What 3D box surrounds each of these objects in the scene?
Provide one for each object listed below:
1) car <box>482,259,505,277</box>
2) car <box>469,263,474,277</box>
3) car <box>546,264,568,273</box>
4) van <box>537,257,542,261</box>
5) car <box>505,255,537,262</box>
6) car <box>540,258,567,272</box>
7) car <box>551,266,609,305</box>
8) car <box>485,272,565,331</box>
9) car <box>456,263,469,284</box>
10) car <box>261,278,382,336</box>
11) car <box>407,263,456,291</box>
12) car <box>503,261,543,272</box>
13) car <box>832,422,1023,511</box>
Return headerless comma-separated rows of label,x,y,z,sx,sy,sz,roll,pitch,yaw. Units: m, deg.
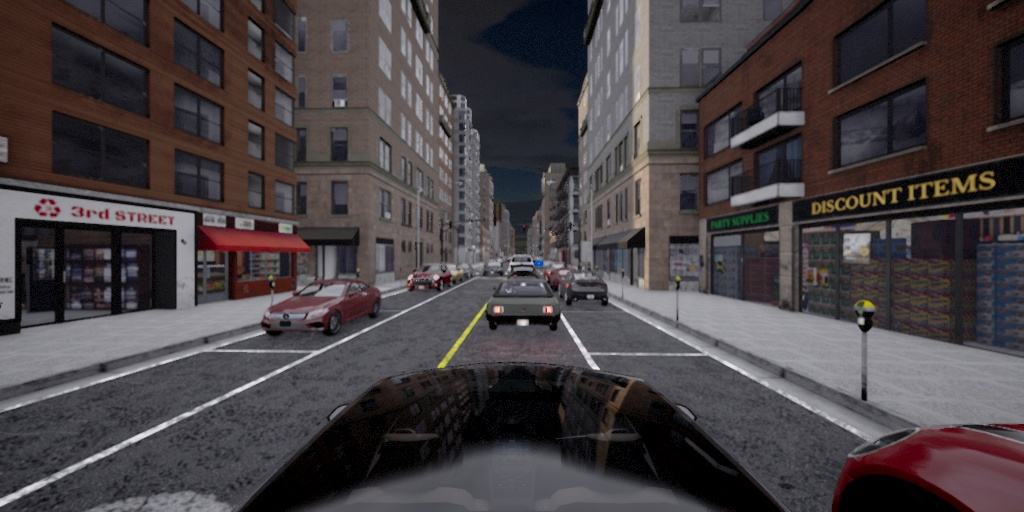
car,-1.772,1.252,35.692,1.812,1.442,4.674,0,0,2
car,-4.505,1.278,32.435,2.007,1.370,4.403,0,0,2
car,3.184,1.318,21.170,1.802,1.307,4.207,0,0,2
van,4.333,1.046,59.271,1.690,1.789,3.998,0,0,2
car,0.847,0.950,31.258,2.150,2.045,5.566,0,0,2
car,3.350,1.171,26.686,1.967,1.591,4.097,0,0,2
car,3.018,1.290,15.653,2.007,1.370,4.403,0,0,2
car,0.342,1.344,11.010,1.895,1.301,4.718,0,0,2
car,-4.676,1.257,26.749,1.751,1.417,4.829,0,0,2
car,-5.170,1.326,10.372,1.802,1.307,4.207,0,0,2
car,-4.838,1.175,21.404,1.967,1.591,4.097,0,0,2
car,0.651,1.240,21.289,1.837,1.490,4.892,0,0,2
car,2.902,1.104,0.206,2.097,1.767,4.553,0,0,2
